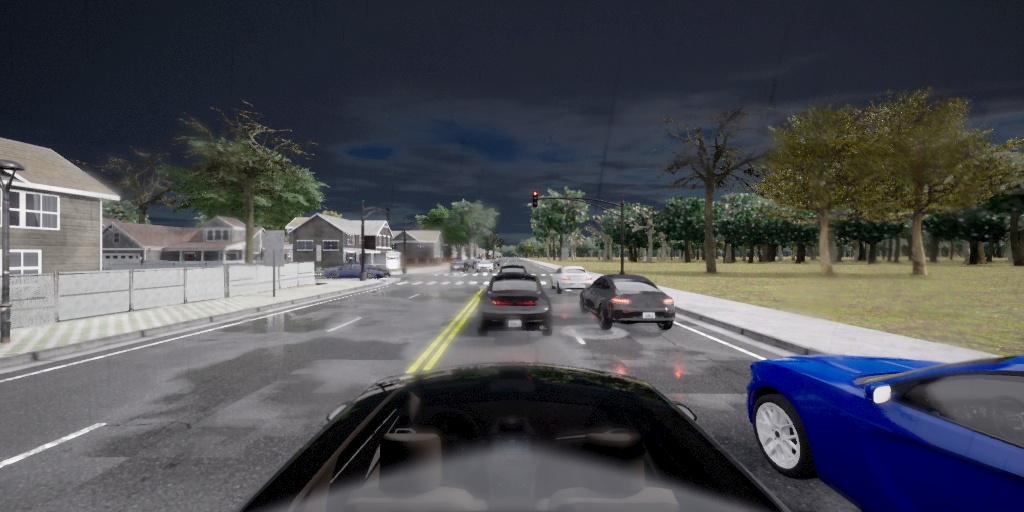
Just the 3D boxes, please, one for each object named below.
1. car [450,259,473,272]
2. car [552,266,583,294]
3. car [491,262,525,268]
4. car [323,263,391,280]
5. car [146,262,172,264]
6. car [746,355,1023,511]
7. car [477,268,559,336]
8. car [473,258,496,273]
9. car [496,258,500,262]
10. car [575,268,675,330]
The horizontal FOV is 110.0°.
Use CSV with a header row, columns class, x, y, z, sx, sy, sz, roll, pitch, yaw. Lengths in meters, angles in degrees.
class,x,y,z,sx,sy,sz,roll,pitch,yaw
car,-6.587,1.233,45.091,2.128,1.511,4.902,0,0,0
car,3.313,1.276,20.114,1.812,1.442,4.674,0,0,0
car,0.060,1.255,19.786,1.837,1.490,4.892,0,0,0
car,-13.136,1.317,30.409,5.357,1.411,2.033,0,0,6
car,-29.870,1.290,30.855,4.902,1.511,2.128,0,0,0
car,3.350,1.228,1.695,1.882,1.535,5.008,0,0,0
car,0.084,1.255,10.370,1.837,1.490,4.892,0,0,0
car,-3.339,1.268,44.642,1.812,1.442,4.674,0,0,0
car,-3.328,1.238,55.003,1.837,1.490,4.892,0,0,1
car,3.334,1.276,11.009,1.812,1.442,4.674,0,0,0
